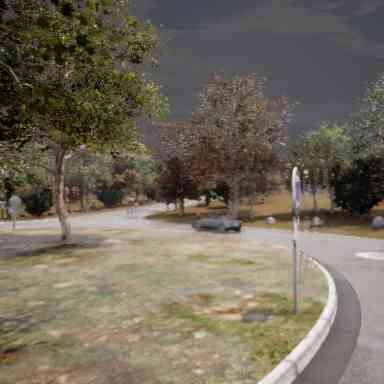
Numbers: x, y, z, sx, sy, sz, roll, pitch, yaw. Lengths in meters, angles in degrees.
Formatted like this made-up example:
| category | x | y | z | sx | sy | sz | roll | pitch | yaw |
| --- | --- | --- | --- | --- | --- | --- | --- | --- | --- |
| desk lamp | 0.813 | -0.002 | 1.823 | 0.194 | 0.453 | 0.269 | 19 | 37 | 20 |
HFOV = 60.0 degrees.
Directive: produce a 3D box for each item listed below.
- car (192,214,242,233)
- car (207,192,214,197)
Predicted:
| category | x | y | z | sx | sy | sz | roll | pitch | yaw |
| --- | --- | --- | --- | --- | --- | --- | --- | --- | --- |
| car | 1.954 | 2.451 | 26.535 | 1.994 | 1.385 | 4.181 | 2 | -3 | -43 |
| car | 5.921 | 0.954 | 91.731 | 2.150 | 2.045 | 5.566 | -1 | 3 | 28 |
